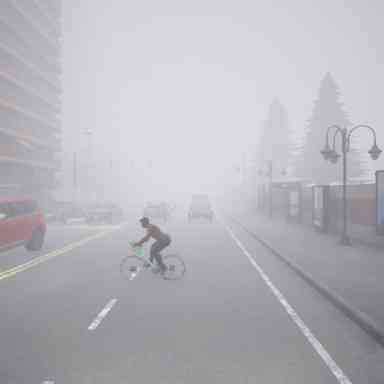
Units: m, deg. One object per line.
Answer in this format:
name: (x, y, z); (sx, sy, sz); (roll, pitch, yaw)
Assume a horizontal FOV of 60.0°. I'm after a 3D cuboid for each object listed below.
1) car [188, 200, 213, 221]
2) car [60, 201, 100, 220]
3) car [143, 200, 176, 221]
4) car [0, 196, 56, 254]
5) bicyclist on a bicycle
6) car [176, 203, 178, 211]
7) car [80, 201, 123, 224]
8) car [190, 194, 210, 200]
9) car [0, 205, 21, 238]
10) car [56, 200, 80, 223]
car: (0.681, 1.601, 26.981); (1.895, 1.301, 4.718); (0, 0, 1)
car: (-9.914, 1.586, 29.820); (1.994, 1.385, 4.181); (0, 2, 2)
car: (-2.806, 1.491, 27.261); (2.128, 1.511, 4.902); (0, 0, 1)
car: (-6.878, 1.214, 10.979); (2.150, 2.045, 5.566); (0, 1, 1)
bicyclist on a bicycle: (-0.999, 1.452, 8.310); (1.656, 1.620, 0.582); (-2, 0, 1)
car: (-2.599, 1.601, 37.386); (1.895, 1.301, 4.718); (0, 0, 2)
car: (-6.538, 1.503, 25.173); (1.837, 1.490, 4.892); (0, 1, 2)
car: (0.973, 1.221, 39.365); (2.150, 2.045, 5.566); (0, 0, 1)
car: (-10.274, 1.478, 15.547); (1.882, 1.535, 5.008); (0, 0, 1)
car: (-9.947, 1.410, 25.490); (2.128, 1.511, 4.902); (0, 4, 1)
